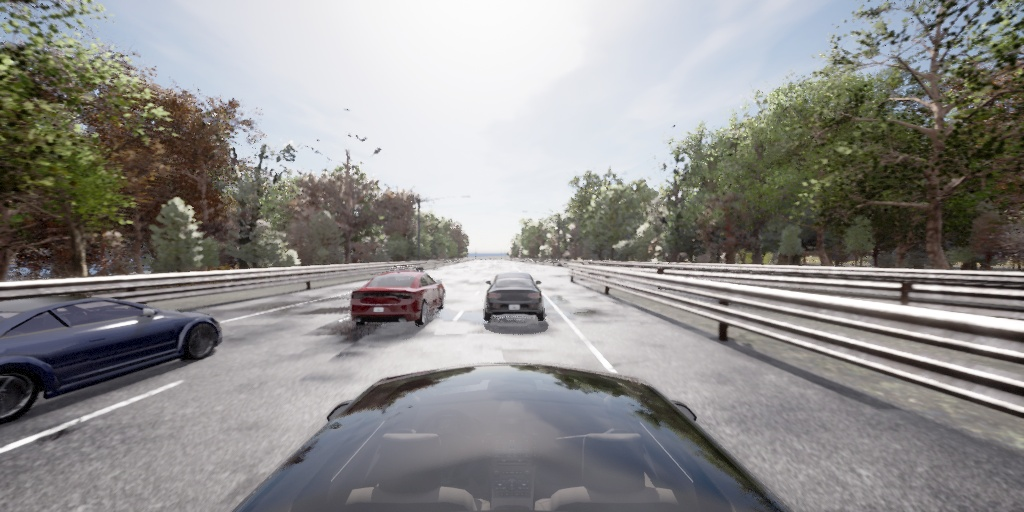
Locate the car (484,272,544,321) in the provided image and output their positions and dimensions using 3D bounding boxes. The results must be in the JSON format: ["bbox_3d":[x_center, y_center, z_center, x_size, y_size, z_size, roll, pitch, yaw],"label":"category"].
[{"bbox_3d":[0.053,1.276,12.380,1.812,1.442,4.674,0,0,0],"label":"car"}]

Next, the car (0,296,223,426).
[{"bbox_3d":[-6.916,1.315,5.614,1.994,1.385,4.181,0,0,0],"label":"car"}]

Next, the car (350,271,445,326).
[{"bbox_3d":[-3.443,1.229,11.698,1.882,1.535,5.008,0,0,0],"label":"car"}]
